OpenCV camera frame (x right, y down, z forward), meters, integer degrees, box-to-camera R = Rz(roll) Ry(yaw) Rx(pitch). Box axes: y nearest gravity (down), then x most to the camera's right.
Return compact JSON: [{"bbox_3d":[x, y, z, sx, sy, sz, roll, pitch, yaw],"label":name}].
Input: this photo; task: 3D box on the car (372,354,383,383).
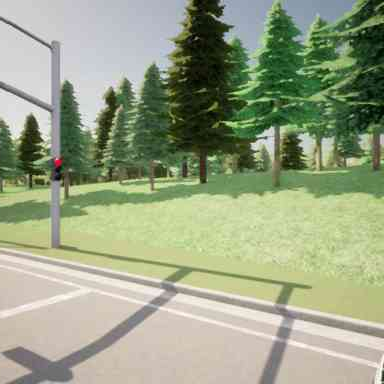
[{"bbox_3d":[3.381,1.352,1.583,4.553,1.767,2.097,0,0,35],"label":"car"}]
